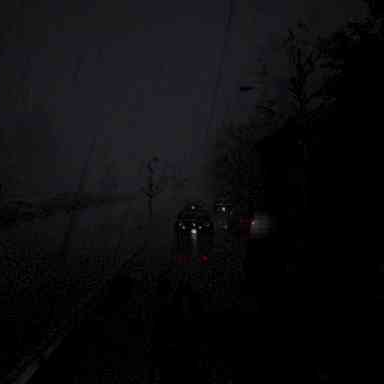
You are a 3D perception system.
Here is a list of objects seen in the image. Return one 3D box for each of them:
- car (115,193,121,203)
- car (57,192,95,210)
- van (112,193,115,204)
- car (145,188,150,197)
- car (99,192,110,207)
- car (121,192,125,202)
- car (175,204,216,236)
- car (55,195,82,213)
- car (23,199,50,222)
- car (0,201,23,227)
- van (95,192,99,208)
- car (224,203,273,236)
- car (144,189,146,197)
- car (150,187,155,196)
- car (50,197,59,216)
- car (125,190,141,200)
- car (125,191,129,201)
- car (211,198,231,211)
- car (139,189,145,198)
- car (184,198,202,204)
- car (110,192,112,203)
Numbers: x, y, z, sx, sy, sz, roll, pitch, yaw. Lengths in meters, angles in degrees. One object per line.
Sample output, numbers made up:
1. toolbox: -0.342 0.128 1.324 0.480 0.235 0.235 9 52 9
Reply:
1. car: -13.828 0.983 51.356 4.553 1.767 2.185 -1 1 -20
2. car: -13.894 1.068 36.417 5.566 2.045 2.435 -1 1 -20
3. van: -13.969 0.928 48.320 4.442 1.987 1.878 -1 1 -20
4. car: -13.815 0.418 81.364 5.566 2.045 2.435 -1 1 -20
5. car: -13.839 0.984 42.412 5.566 2.045 2.435 -1 1 -20
6. car: -13.849 1.107 54.331 4.674 1.452 2.002 -1 1 -20
7. car: 0.100 1.587 18.200 1.895 1.301 4.718 0 0 0
8. car: -13.862 1.395 33.449 4.674 1.452 2.002 -1 1 -20
9. car: -13.699 1.438 24.565 5.366 1.575 1.946 -1 0 -20
10. car: -13.899 1.497 21.496 4.792 1.488 2.163 -1 1 -20
11. van: -13.757 1.050 39.460 4.442 1.987 1.878 -1 1 -20
12. car: 3.100 1.549 18.401 1.994 1.385 4.181 0 0 0
13. car: -13.844 0.759 78.349 4.674 1.452 2.002 -1 1 -20
14. car: -13.861 0.232 90.342 5.566 2.045 2.435 -1 2 -20
15. car: -13.842 1.449 27.492 4.792 1.488 2.163 -1 0 -20
16. car: -13.819 0.884 69.354 4.792 1.488 2.163 -1 1 -20
17. car: -13.826 1.054 57.349 4.792 1.488 2.163 -1 1 -20
18. car: 3.099 1.347 34.920 1.837 1.490 4.892 0 1 0
19. car: -14.013 0.768 75.276 5.366 1.575 1.946 -1 1 -20
20. car: 0.099 1.355 35.917 1.812 1.442 4.674 0 1 0
21. car: -13.853 1.195 45.384 4.892 1.521 2.231 -1 1 -20
